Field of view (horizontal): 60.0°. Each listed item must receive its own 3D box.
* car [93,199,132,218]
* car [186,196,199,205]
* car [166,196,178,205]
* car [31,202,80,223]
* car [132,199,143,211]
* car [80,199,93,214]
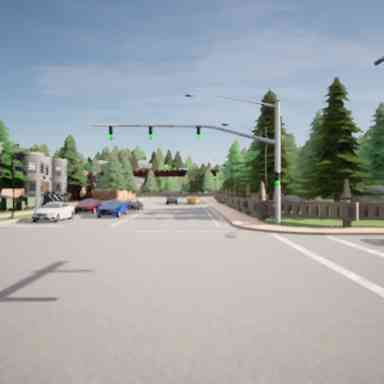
[{"bbox_3d":[-7.099,1.451,30.089,1.882,1.535,5.008,0,0,0],"label":"car"},{"bbox_3d":[0.093,1.427,56.630,1.882,1.535,5.008,0,0,0],"label":"car"},{"bbox_3d":[-3.410,1.441,56.685,2.128,1.511,4.902,0,0,0],"label":"car"},{"bbox_3d":[-10.599,1.504,25.757,1.812,1.442,4.674,0,0,0],"label":"car"},{"bbox_3d":[-7.072,1.529,40.077,1.994,1.385,4.181,0,0,0],"label":"car"},{"bbox_3d":[-10.592,1.447,34.809,1.882,1.535,5.008,0,0,0],"label":"car"}]
